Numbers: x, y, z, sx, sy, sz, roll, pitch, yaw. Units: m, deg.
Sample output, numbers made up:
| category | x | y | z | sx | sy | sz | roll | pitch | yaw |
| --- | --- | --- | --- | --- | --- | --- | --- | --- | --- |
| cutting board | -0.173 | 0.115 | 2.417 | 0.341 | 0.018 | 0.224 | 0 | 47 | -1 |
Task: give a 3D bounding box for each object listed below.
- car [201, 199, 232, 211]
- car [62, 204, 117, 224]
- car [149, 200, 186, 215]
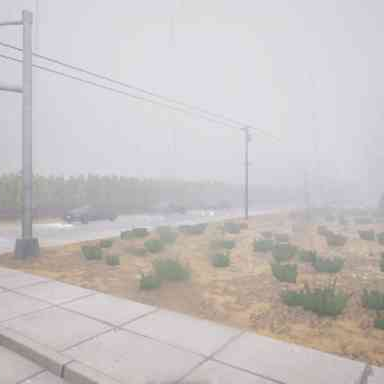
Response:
| category | x | y | z | sx | sy | sz | roll | pitch | yaw |
| --- | --- | --- | --- | --- | --- | --- | --- | --- | --- |
| car | 3.266 | 1.582 | 42.413 | 2.033 | 1.411 | 5.357 | 0 | 0 | 33 |
| car | -7.688 | 1.599 | 25.285 | 1.994 | 1.385 | 4.181 | 0 | 0 | 33 |
| car | -2.345 | 1.560 | 33.621 | 1.812 | 1.442 | 4.674 | 0 | 0 | 32 |
